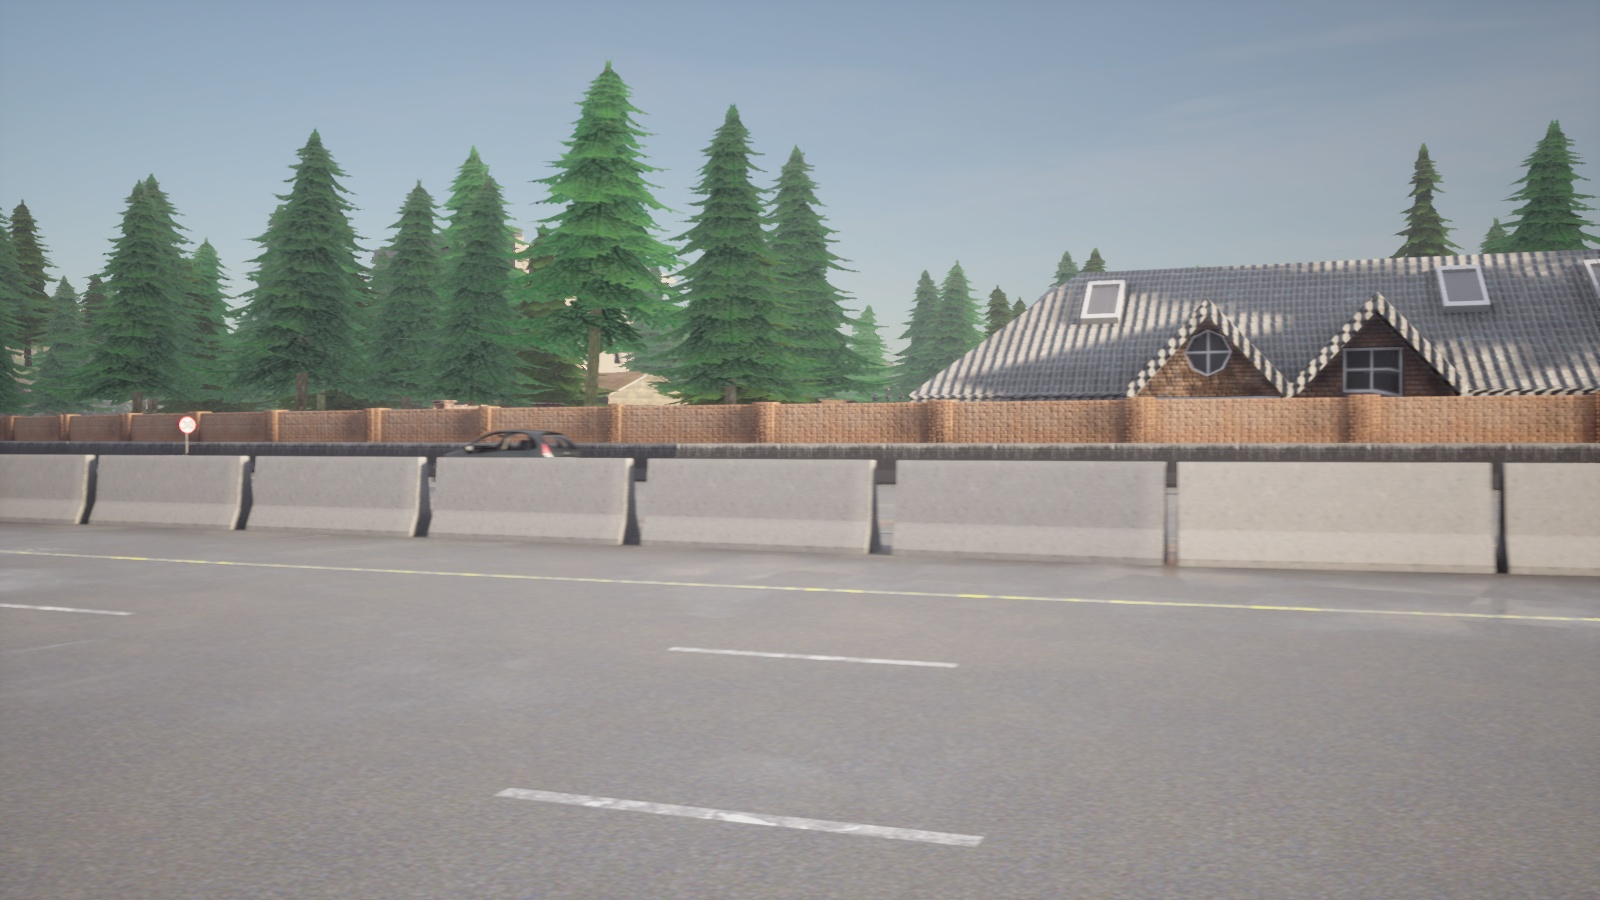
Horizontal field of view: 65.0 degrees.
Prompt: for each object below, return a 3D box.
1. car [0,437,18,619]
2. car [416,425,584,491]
[{"bbox_3d":[-9.121,0.627,10.336,4.792,1.488,2.163,1,1,23],"label":"car"},{"bbox_3d":[-7.812,0.176,32.715,3.988,1.617,1.851,1,1,25],"label":"car"}]
